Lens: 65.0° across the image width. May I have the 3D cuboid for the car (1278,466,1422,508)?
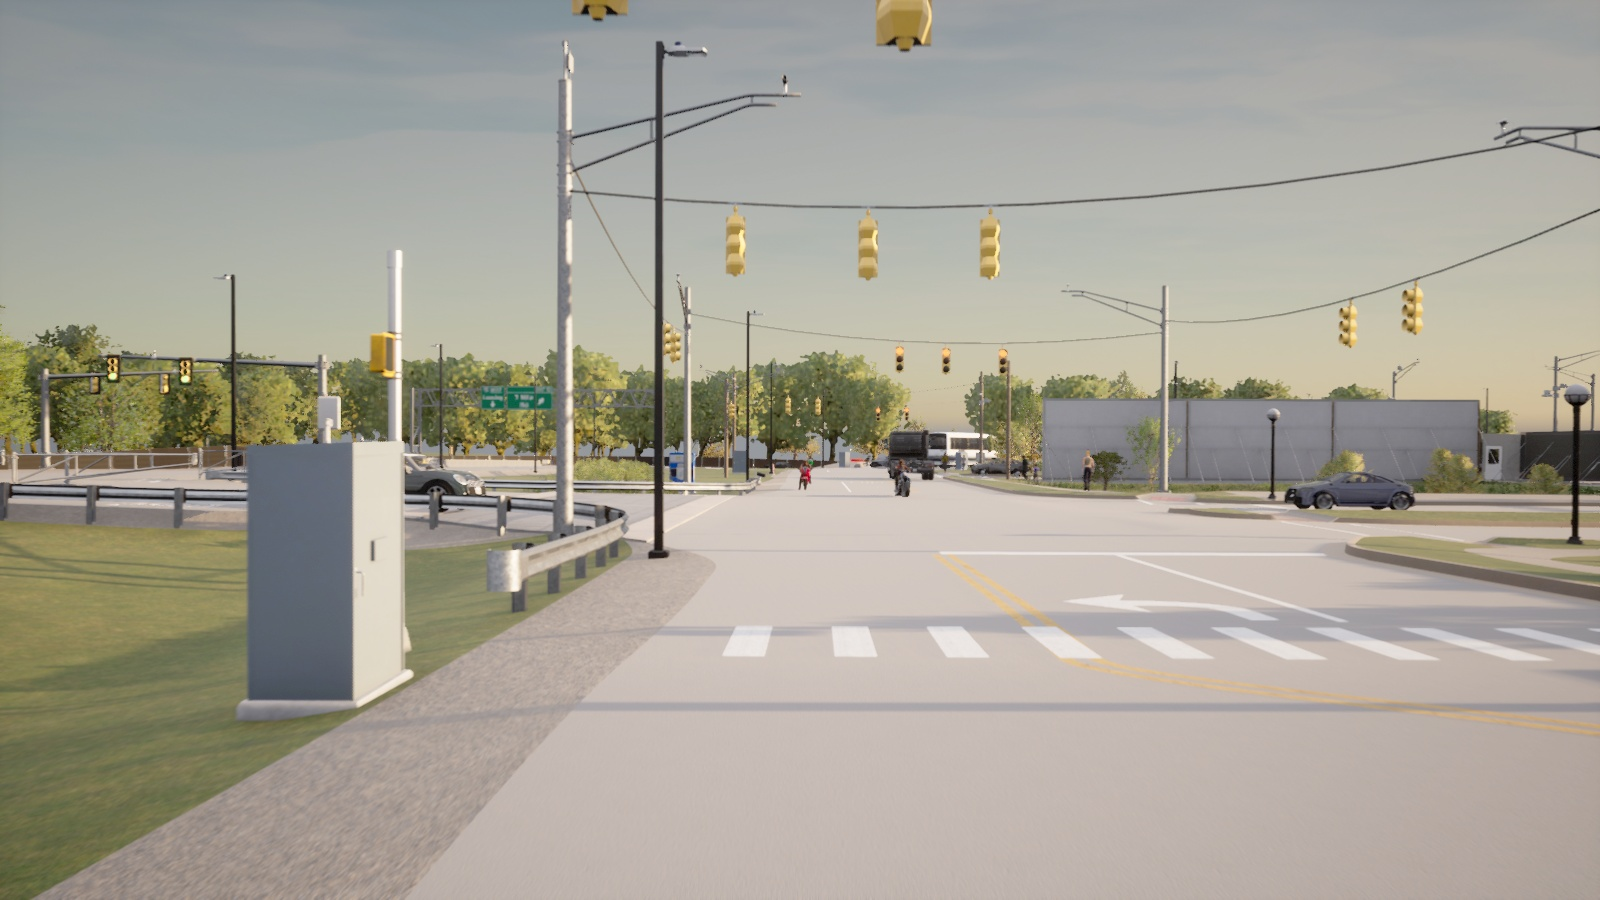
[{"bbox_3d":[19.273,1.287,44.142,4.181,1.385,1.994,0,0,1],"label":"car"}]

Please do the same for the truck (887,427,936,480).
[{"bbox_3d":[7.682,0.231,87.294,2.891,3.462,7.936,0,0,1],"label":"truck"}]

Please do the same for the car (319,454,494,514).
[{"bbox_3d":[-10.050,0.860,32.244,3.806,1.475,1.970,0,-1,5],"label":"car"}]

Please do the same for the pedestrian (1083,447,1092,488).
[{"bbox_3d":[13.053,0.800,57.031,0.345,1.836,0.594,0,1,7],"label":"pedestrian"}]

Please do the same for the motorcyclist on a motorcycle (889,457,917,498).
[{"bbox_3d":[4.321,1.142,52.788,0.766,1.649,2.350,0,0,-6],"label":"motorcyclist on a motorcycle"}]

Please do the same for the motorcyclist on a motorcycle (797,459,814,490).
[{"bbox_3d":[0.277,1.213,62.246,0.797,1.523,2.044,0,0,1],"label":"motorcyclist on a motorcycle"}]
